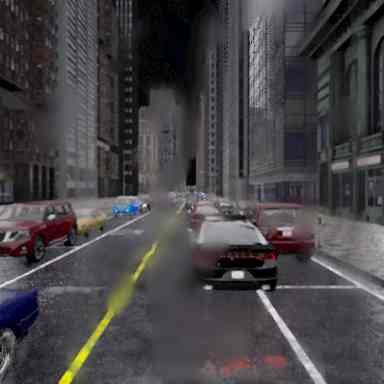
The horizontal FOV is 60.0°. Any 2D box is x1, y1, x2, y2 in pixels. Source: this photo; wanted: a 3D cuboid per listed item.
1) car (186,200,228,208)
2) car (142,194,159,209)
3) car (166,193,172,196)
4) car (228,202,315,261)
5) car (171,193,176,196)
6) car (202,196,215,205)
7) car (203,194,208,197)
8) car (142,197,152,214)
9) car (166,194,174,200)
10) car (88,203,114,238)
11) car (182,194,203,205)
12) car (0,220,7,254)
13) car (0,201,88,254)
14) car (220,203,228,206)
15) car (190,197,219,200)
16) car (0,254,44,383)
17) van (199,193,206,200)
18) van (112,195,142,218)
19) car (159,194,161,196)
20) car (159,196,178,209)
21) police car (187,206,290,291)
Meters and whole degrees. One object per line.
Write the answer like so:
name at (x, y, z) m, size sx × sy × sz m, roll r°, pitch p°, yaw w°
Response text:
car at (0.805, 1.433, 18.944) m, size 1.882 × 1.535 × 5.008 m, roll 0°, pitch 0°, yaw -2°
car at (-5.709, 1.228, 40.269) m, size 2.192 × 1.841 × 5.009 m, roll 0°, pitch 0°, yaw 0°
car at (-5.667, 1.432, 68.473) m, size 1.947 × 1.339 × 4.313 m, roll 0°, pitch 0°, yaw 0°
car at (2.776, 1.286, 12.060) m, size 2.192 × 1.841 × 5.009 m, roll 0°, pitch 0°, yaw 0°
car at (-5.651, 1.398, 79.755) m, size 2.008 × 1.369 × 4.403 m, roll 0°, pitch 0°, yaw 0°
car at (2.842, 1.452, 57.184) m, size 1.947 × 1.339 × 4.313 m, roll 0°, pitch 0°, yaw 0°
car at (2.825, 1.345, 45.903) m, size 1.967 × 1.590 × 4.097 m, roll 0°, pitch 0°, yaw 0°
car at (-5.716, 1.474, 34.629) m, size 2.008 × 1.369 × 4.403 m, roll 0°, pitch 0°, yaw 0°
car at (-5.643, 1.364, 85.225) m, size 1.752 × 1.417 × 4.829 m, roll 0°, pitch 0°, yaw 0°
car at (-5.741, 1.483, 17.537) m, size 1.752 × 1.417 × 4.829 m, roll 0°, pitch 0°, yaw 0°
car at (0.082, 1.397, 45.420) m, size 2.128 × 1.511 × 4.902 m, roll 0°, pitch 0°, yaw 0°
car at (-5.757, 1.509, 6.255) m, size 1.752 × 1.417 × 4.829 m, roll 0°, pitch 0°, yaw 0°
car at (-5.749, 1.285, 12.066) m, size 2.192 × 1.841 × 5.009 m, roll 0°, pitch 0°, yaw 0°
car at (2.785, 1.509, 17.701) m, size 2.008 × 1.369 × 4.403 m, roll 0°, pitch 0°, yaw 0°
car at (0.935, 1.397, 25.161) m, size 1.801 × 1.575 × 5.366 m, roll 0°, pitch 0°, yaw 0°
car at (-3.097, 1.594, 2.507) m, size 1.895 × 1.301 × 4.718 m, roll 0°, pitch 0°, yaw 0°
van at (2.890, 1.171, 91.028) m, size 1.690 × 1.788 × 3.998 m, roll 0°, pitch 0°, yaw 0°
van at (-5.725, 1.275, 28.988) m, size 1.690 × 1.788 × 3.998 m, roll 0°, pitch 0°, yaw 0°
car at (-5.693, 1.209, 51.550) m, size 2.192 × 1.841 × 5.009 m, roll 0°, pitch 0°, yaw 0°
car at (-3.032, 1.509, 43.290) m, size 1.895 × 1.301 × 4.718 m, roll 0°, pitch 0°, yaw 0°
police car at (0.899, 1.403, 9.082) m, size 1.930 × 1.638 × 5.238 m, roll 0°, pitch 0°, yaw 0°
